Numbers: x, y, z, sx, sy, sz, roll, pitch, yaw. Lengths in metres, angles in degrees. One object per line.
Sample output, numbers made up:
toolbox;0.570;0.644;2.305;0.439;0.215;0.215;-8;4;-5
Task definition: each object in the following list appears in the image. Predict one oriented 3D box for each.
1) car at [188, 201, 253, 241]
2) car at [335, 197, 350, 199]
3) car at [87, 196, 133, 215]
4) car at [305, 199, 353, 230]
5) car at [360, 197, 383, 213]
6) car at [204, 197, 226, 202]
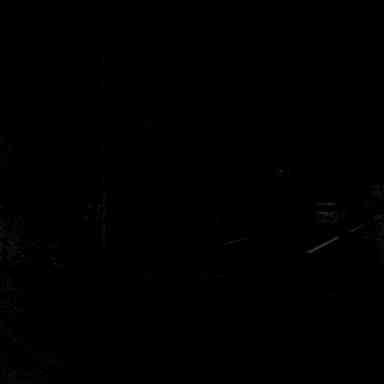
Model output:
car;1.474;1.365;15.572;1.845;1.501;3.633;0;0;35
car;16.571;1.331;36.781;2.007;1.523;4.514;0;0;35
car;-7.991;1.290;32.681;2.097;1.767;4.553;0;0;35
car;8.206;1.385;19.887;1.970;1.475;3.806;0;0;35
car;19.156;1.331;35.004;2.152;1.636;5.027;0;0;35
car;3.507;1.465;49.001;1.812;1.442;4.674;0;0;35
